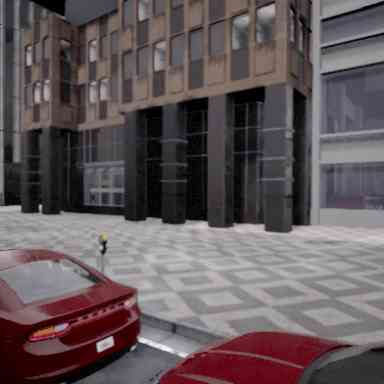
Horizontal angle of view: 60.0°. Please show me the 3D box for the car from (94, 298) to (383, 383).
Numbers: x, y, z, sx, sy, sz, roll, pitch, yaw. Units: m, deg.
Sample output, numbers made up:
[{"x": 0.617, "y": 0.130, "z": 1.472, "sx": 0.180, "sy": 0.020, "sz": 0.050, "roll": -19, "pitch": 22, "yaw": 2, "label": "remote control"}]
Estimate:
[{"x": 1.729, "y": 1.546, "z": 1.746, "sx": 4.507, "sy": 1.381, "sz": 1.887, "roll": 0, "pitch": 0, "yaw": 36, "label": "car"}]

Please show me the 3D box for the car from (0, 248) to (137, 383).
[{"x": -2.768, "y": 1.530, "z": 4.957, "sx": 4.507, "sy": 1.381, "sz": 1.887, "roll": 0, "pitch": 0, "yaw": 36, "label": "car"}]
